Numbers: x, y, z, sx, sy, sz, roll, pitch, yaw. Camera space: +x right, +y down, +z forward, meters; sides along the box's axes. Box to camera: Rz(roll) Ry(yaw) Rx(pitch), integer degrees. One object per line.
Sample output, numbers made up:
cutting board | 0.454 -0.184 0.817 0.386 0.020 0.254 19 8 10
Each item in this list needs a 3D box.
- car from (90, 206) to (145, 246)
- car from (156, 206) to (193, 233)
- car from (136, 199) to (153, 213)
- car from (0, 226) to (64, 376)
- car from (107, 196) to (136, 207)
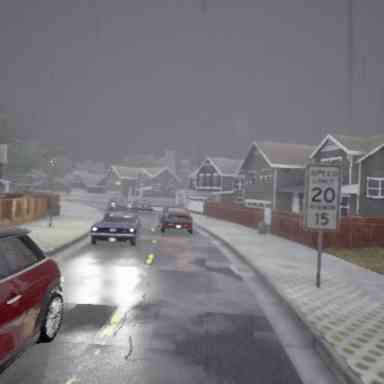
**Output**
car | -3.341 1.566 15.237 1.895 1.301 4.718 3 0 -6
car | -1.108 1.630 20.599 1.837 1.490 4.892 4 -1 -9
car | -5.918 1.561 37.898 2.033 1.411 5.357 3 0 -23
car | -3.028 1.231 3.272 2.097 1.767 4.553 3 0 1
car | -7.539 1.261 34.362 2.097 1.767 4.553 3 0 -19
